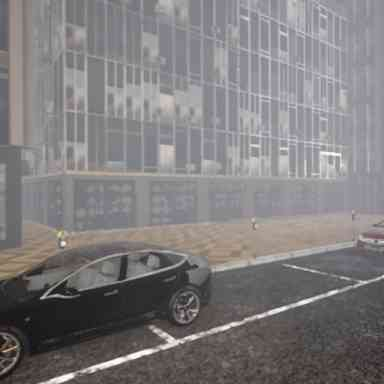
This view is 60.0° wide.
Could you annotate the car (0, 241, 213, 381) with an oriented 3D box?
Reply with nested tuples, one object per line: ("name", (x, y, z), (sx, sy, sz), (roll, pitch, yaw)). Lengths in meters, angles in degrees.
("car", (-1.602, 1.558, 5.418), (4.313, 1.339, 1.947), (0, 0, -35))

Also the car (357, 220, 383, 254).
("car", (7.677, 1.523, 12.035), (4.206, 1.307, 1.802), (0, 0, -35))
